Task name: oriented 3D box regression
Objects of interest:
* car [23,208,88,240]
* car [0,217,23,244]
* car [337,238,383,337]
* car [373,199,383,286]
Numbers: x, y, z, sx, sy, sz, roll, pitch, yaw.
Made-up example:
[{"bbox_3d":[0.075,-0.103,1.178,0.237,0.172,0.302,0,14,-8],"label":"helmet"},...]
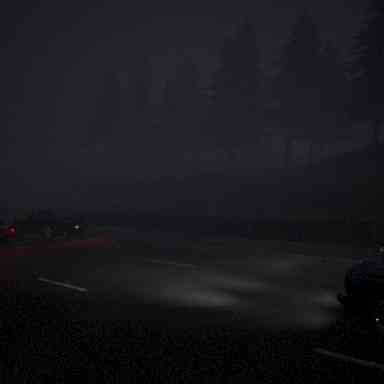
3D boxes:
[{"bbox_3d":[-7.798,1.635,18.156,5.008,1.535,1.882,-1,0,36],"label":"car"},{"bbox_3d":[-10.218,1.762,15.581,4.718,1.301,1.895,-1,0,36],"label":"car"},{"bbox_3d":[4.763,1.591,4.893,4.718,1.301,1.895,-1,0,36],"label":"car"},{"bbox_3d":[7.318,1.206,7.370,5.566,2.045,2.150,-1,0,36],"label":"car"}]
